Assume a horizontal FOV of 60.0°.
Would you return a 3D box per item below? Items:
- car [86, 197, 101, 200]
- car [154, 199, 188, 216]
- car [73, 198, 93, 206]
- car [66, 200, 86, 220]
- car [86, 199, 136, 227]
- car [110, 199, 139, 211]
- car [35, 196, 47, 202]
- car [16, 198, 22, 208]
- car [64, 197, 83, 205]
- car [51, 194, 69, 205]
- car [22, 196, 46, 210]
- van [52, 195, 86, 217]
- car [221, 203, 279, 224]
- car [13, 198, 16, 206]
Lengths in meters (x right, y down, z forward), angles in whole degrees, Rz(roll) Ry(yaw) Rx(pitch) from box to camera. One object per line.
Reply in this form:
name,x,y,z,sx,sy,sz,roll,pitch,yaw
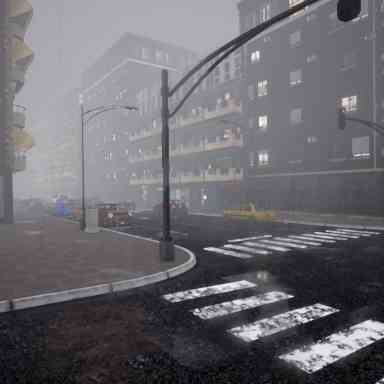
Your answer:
car,-15.122,1.502,51.334,1.967,1.590,4.097,-1,1,-36
car,-2.233,1.441,33.336,1.967,1.590,4.097,-1,1,-36
car,-18.343,1.644,55.835,1.947,1.339,4.313,-1,1,-36
car,-8.946,1.652,28.321,1.752,1.417,4.829,-1,1,-36
car,-5.824,1.553,23.960,1.967,1.590,4.097,-1,1,-36
car,-8.676,1.582,42.336,2.008,1.369,4.403,-1,1,-36
car,-37.676,1.728,82.832,1.887,1.381,4.507,-1,1,-36
car,-25.155,1.770,50.956,1.947,1.339,4.313,-1,1,-36
car,-21.565,1.646,60.335,2.008,1.369,4.403,-1,1,-36
car,-22.651,1.351,57.395,2.150,2.045,5.566,-1,1,-36
car,-21.935,1.628,46.456,1.967,1.590,4.097,-1,1,-36
van,-12.270,1.483,32.957,1.690,1.788,3.998,-1,1,-36
car,4.114,1.498,24.477,1.752,1.417,4.829,-1,1,-36
car,-31.600,1.783,59.956,1.887,1.381,4.507,-1,1,-36
